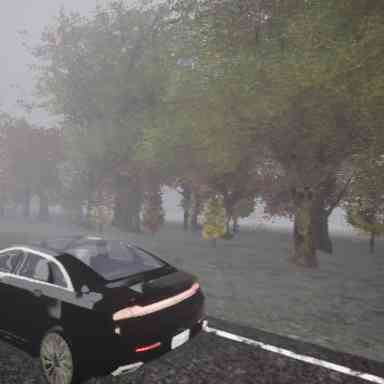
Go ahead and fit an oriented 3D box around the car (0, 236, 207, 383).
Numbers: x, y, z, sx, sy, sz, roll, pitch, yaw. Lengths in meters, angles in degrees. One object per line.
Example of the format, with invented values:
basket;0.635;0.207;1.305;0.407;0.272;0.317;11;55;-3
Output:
car;-2.097;1.448;5.197;4.902;1.511;2.128;0;0;36
